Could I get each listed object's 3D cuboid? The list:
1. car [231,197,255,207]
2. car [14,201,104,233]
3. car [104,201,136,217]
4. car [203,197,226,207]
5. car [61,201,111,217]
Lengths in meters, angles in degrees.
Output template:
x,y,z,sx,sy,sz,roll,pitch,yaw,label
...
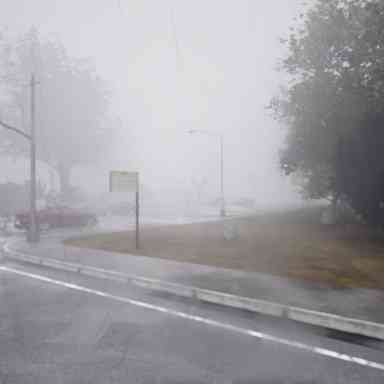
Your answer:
x,y,z,sx,sy,sz,roll,pitch,yaw,label
8.260,1.588,53.533,2.033,1.411,5.357,0,0,36,car
-8.288,1.594,20.748,1.882,1.535,5.008,0,0,39,car
-7.631,1.655,32.937,1.837,1.490,4.892,0,0,39,car
3.558,1.576,53.068,2.128,1.511,4.902,0,0,37,car
-10.880,1.699,34.476,1.812,1.442,4.674,0,0,39,car
